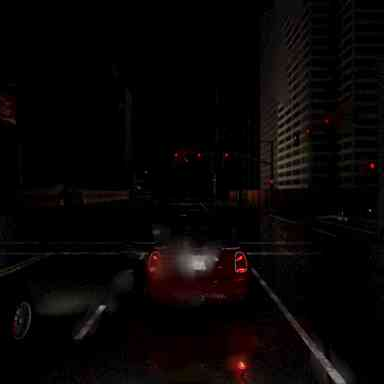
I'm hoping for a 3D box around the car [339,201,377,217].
[{"bbox_3d":[16.300,1.545,30.192,5.357,1.411,2.033,0,0,0],"label":"car"}]

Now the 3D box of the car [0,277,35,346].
[{"bbox_3d":[-3.395,1.525,3.371,1.812,1.442,4.674,0,0,0],"label":"car"}]

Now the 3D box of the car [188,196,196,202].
[{"bbox_3d":[0.076,1.588,77.213,1.895,1.301,4.718,0,0,0],"label":"car"}]

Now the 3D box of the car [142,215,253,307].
[{"bbox_3d":[0.108,1.351,8.145,2.097,1.767,4.553,0,0,0],"label":"car"}]
